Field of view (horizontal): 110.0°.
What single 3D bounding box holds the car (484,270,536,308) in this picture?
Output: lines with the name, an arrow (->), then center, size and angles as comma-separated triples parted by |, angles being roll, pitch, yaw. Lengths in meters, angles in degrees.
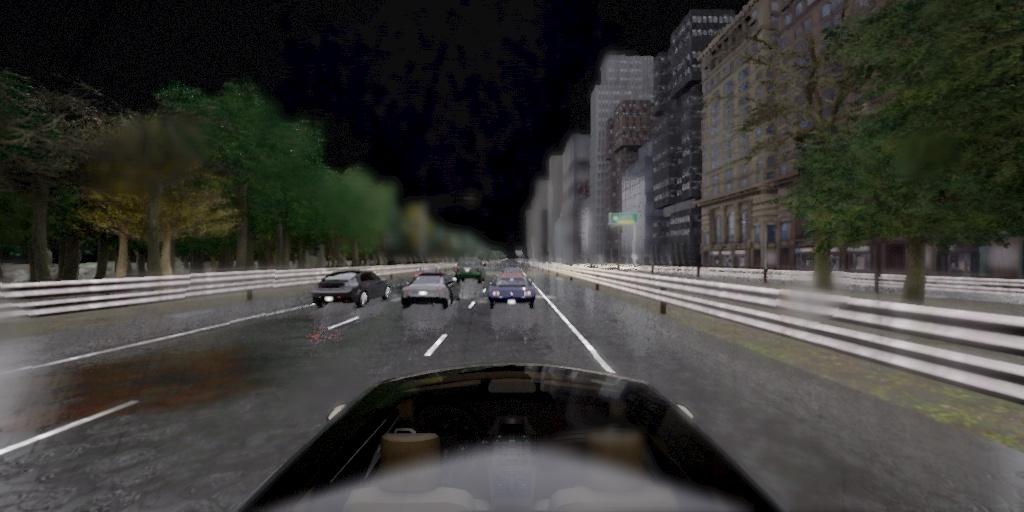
car -> -0.006, 1.486, 15.953 | 1.895, 1.301, 4.718 | 0, -1, 0

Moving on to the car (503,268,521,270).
car -> -0.010, 1.642, 30.957 | 1.895, 1.301, 4.718 | 0, -1, 0

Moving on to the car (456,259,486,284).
car -> -3.511, 1.257, 30.864 | 2.150, 2.045, 5.566 | 0, 0, 0

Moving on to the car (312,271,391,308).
car -> -7.003, 1.395, 16.149 | 1.837, 1.490, 4.892 | 0, 0, 0

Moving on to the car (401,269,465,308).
car -> -3.503, 1.451, 16.127 | 1.994, 1.385, 4.181 | 0, -1, 0

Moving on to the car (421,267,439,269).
car -> -7.011, 1.642, 30.953 | 1.895, 1.301, 4.718 | 0, -1, 0
